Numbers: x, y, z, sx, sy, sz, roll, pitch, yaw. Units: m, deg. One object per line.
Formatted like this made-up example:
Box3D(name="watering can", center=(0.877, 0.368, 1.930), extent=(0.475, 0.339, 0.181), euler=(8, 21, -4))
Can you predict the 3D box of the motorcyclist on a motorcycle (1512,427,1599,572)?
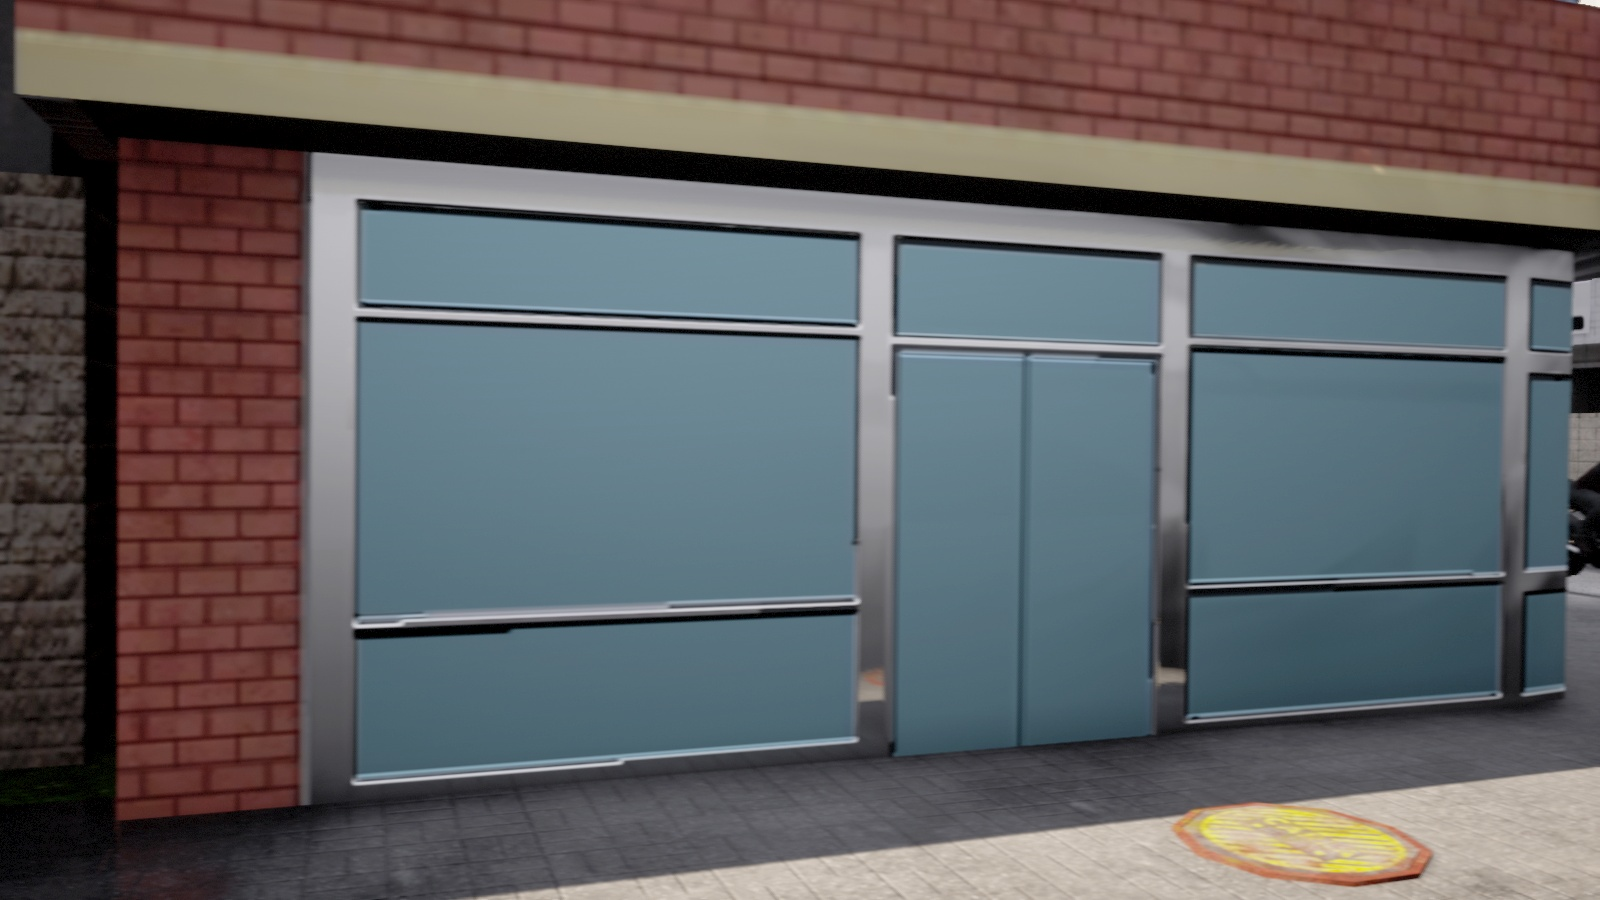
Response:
Box3D(name="motorcyclist on a motorcycle", center=(8.873, 0.522, 13.401), extent=(0.866, 1.530, 2.191), euler=(-1, 1, -19))
